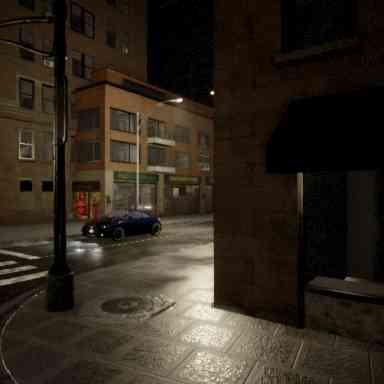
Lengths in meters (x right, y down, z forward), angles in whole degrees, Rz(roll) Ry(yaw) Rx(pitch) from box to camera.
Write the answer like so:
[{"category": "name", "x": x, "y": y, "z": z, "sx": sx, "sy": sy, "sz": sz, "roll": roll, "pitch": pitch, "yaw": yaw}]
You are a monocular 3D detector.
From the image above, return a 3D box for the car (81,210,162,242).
[{"category": "car", "x": -3.424, "y": 1.594, "z": 16.741, "sx": 1.994, "sy": 1.385, "sz": 4.181, "roll": 0, "pitch": 0, "yaw": 35}]
